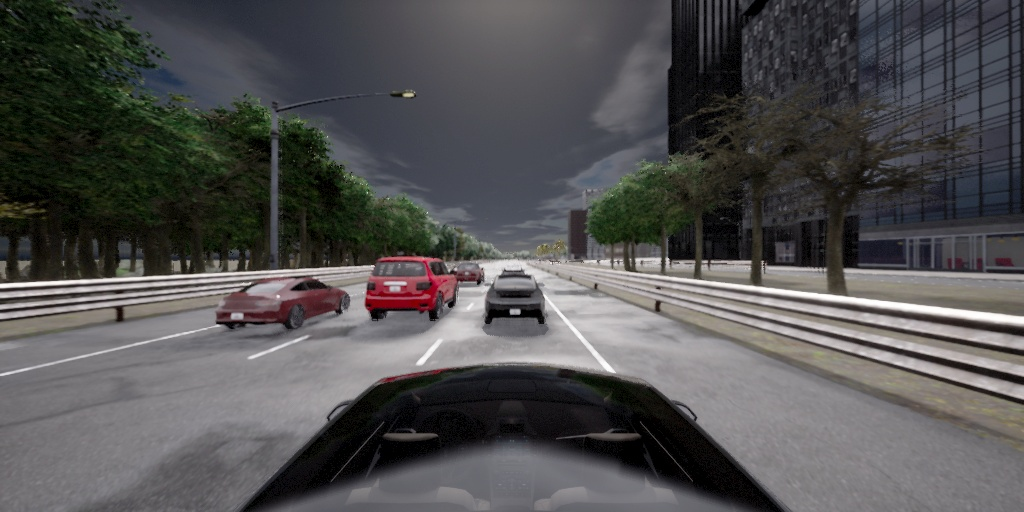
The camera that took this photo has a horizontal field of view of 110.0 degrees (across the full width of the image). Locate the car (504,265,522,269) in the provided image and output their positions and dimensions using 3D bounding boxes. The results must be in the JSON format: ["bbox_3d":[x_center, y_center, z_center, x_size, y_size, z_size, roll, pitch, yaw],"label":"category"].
[{"bbox_3d":[0.098,1.492,29.447,2.128,1.511,4.902,0,-1,0],"label":"car"}]

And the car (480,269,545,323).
[{"bbox_3d":[0.094,1.355,12.533,1.837,1.490,4.892,0,-1,0],"label":"car"}]

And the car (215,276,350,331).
[{"bbox_3d":[-6.906,1.366,11.319,1.812,1.442,4.674,0,0,0],"label":"car"}]

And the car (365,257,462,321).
[{"bbox_3d":[-3.404,1.077,13.136,2.150,2.045,5.566,0,-1,0],"label":"car"}]

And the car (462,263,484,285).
[{"bbox_3d":[-3.403,1.351,29.209,2.097,1.767,4.553,0,-1,0],"label":"car"}]
